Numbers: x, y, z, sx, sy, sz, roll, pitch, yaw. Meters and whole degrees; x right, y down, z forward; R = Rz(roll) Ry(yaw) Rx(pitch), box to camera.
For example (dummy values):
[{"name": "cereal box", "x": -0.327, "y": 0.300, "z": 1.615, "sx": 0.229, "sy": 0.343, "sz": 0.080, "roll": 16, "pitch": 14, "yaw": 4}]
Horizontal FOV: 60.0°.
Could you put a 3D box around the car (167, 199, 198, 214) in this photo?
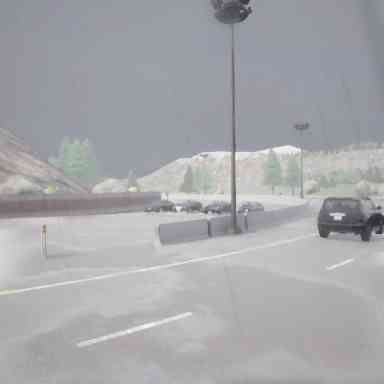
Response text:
[{"name": "car", "x": -0.373, "y": 1.556, "z": 36.268, "sx": 2.128, "sy": 1.511, "sz": 4.902, "roll": -1, "pitch": -1, "yaw": 25}]

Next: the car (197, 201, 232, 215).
[{"name": "car", "x": 2.818, "y": 1.610, "z": 34.810, "sx": 2.033, "sy": 1.411, "sz": 5.357, "roll": 0, "pitch": 0, "yaw": 25}]

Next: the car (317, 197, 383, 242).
[{"name": "car", "x": 8.115, "y": 1.246, "z": 16.826, "sx": 2.150, "sy": 2.045, "sz": 5.566, "roll": 0, "pitch": 0, "yaw": 38}]

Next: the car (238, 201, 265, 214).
[{"name": "car", "x": 6.003, "y": 1.606, "z": 33.355, "sx": 1.994, "sy": 1.385, "sz": 4.181, "roll": 0, "pitch": 0, "yaw": 25}]

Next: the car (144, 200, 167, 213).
[{"name": "car", "x": -3.556, "y": 1.637, "z": 37.719, "sx": 1.837, "sy": 1.490, "sz": 4.892, "roll": -1, "pitch": -1, "yaw": 25}]
